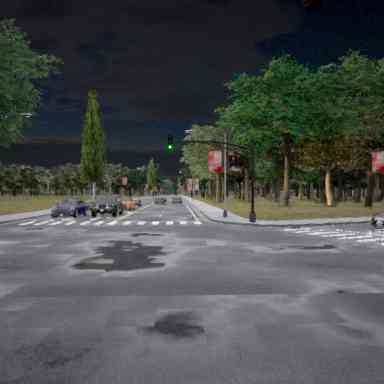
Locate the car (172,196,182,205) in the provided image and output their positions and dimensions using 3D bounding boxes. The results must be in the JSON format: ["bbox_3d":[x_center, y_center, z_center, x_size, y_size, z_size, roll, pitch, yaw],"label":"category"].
[{"bbox_3d":[-2.745,1.579,62.125,2.128,1.511,4.902,0,0,-3],"label":"car"}]

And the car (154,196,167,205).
[{"bbox_3d":[-5.992,1.577,61.982,2.128,1.511,4.902,0,0,-3],"label":"car"}]

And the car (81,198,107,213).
[{"bbox_3d":[-11.580,1.545,39.520,1.837,1.490,4.892,0,0,-2],"label":"car"}]

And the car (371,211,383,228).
[{"bbox_3d":[13.687,1.601,21.382,4.902,1.511,2.128,0,0,-25],"label":"car"}]

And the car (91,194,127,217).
[{"bbox_3d":[-7.986,1.253,31.821,2.150,2.045,5.566,0,0,-2],"label":"car"}]

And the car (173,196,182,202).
[{"bbox_3d":[-3.205,1.543,72.563,1.895,1.301,4.718,0,0,-3],"label":"car"}]

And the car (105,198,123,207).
[{"bbox_3d":[-12.109,1.661,51.941,1.895,1.301,4.718,0,0,-2],"label":"car"}]

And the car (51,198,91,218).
[{"bbox_3d":[-11.188,1.381,30.574,2.097,1.767,4.553,0,0,-2],"label":"car"}]

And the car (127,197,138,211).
[{"bbox_3d":[-8.407,1.396,41.485,2.097,1.767,4.553,0,0,-2],"label":"car"}]

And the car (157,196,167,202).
[{"bbox_3d":[-6.452,1.541,72.419,1.895,1.301,4.718,0,0,-3],"label":"car"}]

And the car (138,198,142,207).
[{"bbox_3d":[-8.841,1.587,51.658,1.812,1.442,4.674,0,0,-2],"label":"car"}]
